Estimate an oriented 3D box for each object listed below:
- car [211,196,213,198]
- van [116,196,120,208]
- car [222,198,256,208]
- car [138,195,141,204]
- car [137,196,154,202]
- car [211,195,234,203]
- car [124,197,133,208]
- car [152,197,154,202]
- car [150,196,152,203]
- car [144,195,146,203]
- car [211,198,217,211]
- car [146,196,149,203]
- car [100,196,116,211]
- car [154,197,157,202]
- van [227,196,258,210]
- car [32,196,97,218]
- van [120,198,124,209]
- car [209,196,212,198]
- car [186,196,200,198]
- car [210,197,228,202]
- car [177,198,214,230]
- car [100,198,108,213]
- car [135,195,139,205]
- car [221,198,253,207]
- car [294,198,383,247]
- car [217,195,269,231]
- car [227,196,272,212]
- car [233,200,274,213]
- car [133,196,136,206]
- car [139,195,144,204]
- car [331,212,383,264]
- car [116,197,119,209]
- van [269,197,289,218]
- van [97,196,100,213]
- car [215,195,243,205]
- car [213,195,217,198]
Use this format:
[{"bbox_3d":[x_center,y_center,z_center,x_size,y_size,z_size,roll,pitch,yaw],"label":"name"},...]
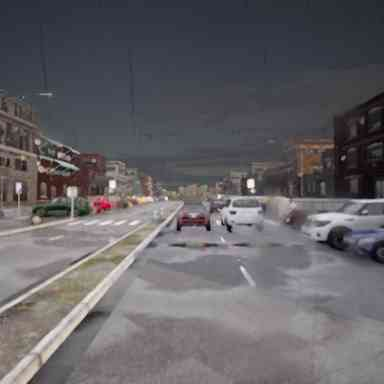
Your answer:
[{"bbox_3d":[7.643,1.921,77.604,5.008,1.535,2.097,0,-1,0],"label":"car"},{"bbox_3d":[-12.993,1.594,47.391,4.442,1.987,1.878,0,0,0],"label":"van"},{"bbox_3d":[7.831,1.853,55.549,5.366,1.575,1.946,0,0,0],"label":"car"},{"bbox_3d":[-12.866,1.901,63.941,4.792,1.488,2.163,0,0,0],"label":"car"},{"bbox_3d":[-12.749,1.975,91.715,4.553,1.767,2.185,0,-1,0],"label":"car"},{"bbox_3d":[7.620,1.722,83.117,5.566,2.045,2.435,0,-1,0],"label":"car"},{"bbox_3d":[-12.829,1.592,52.943,5.566,2.045,2.435,0,0,0],"label":"car"},{"bbox_3d":[-12.983,1.963,83.383,5.366,1.575,1.946,0,-1,0],"label":"car"},{"bbox_3d":[-12.801,1.975,80.609,4.674,1.452,2.002,0,0,0],"label":"car"},{"bbox_3d":[-12.830,1.881,69.624,5.008,1.535,2.097,0,0,0],"label":"car"},{"bbox_3d":[3.104,1.806,40.893,1.837,1.490,4.892,0,-1,0],"label":"car"},{"bbox_3d":[-12.999,1.894,75.181,5.366,1.575,1.946,0,0,0],"label":"car"},{"bbox_3d":[-12.925,1.536,41.708,5.566,2.045,2.435,0,0,0],"label":"car"},{"bbox_3d":[-12.763,1.752,86.165,5.566,2.045,2.435,0,-1,0],"label":"car"},{"bbox_3d":[7.529,1.608,50.035,4.442,1.987,1.878,0,0,0],"label":"van"},{"bbox_3d":[-12.965,1.475,33.372,5.566,2.045,2.435,0,0,0],"label":"car"},{"bbox_3d":[-12.983,1.606,50.044,4.442,1.987,1.878,0,0,0],"label":"van"},{"bbox_3d":[7.620,1.695,80.364,5.566,2.045,2.435,0,-1,0],"label":"car"},{"bbox_3d":[0.103,1.523,40.606,2.150,2.045,5.566,0,0,0],"label":"car"},{"bbox_3d":[7.645,2.155,94.134,5.008,1.535,2.097,0,-1,0],"label":"car"},{"bbox_3d":[0.098,1.490,22.031,2.097,1.767,4.553,0,-1,0],"label":"car"},{"bbox_3d":[-12.881,1.800,39.053,4.792,1.488,2.163,0,0,0],"label":"car"},{"bbox_3d":[-12.837,1.867,61.161,5.008,1.535,2.097,0,0,0],"label":"car"},{"bbox_3d":[7.832,1.861,58.309,5.366,1.575,1.946,0,0,0],"label":"car"},{"bbox_3d":[7.613,1.293,14.187,5.566,2.045,2.435,0,-1,0],"label":"car"},{"bbox_3d":[3.114,1.355,21.483,2.150,2.045,5.566,0,-1,0],"label":"car"},{"bbox_3d":[7.617,1.554,44.518,5.566,2.045,2.435,0,0,0],"label":"car"},{"bbox_3d":[7.615,1.818,41.759,4.792,1.488,2.163,0,0,0],"label":"car"},{"bbox_3d":[-12.668,1.851,55.726,5.366,1.575,1.946,0,0,0],"label":"car"},{"bbox_3d":[-12.837,1.877,66.720,4.892,1.521,2.231,0,0,0],"label":"car"},{"bbox_3d":[7.644,1.565,11.426,4.674,1.452,2.002,0,0,0],"label":"car"},{"bbox_3d":[-12.878,1.806,44.607,4.892,1.521,2.231,0,0,0],"label":"car"},{"bbox_3d":[7.761,1.524,36.242,4.442,1.987,1.878,0,0,0],"label":"van"},{"bbox_3d":[-12.806,1.523,36.148,4.442,1.987,1.878,0,0,0],"label":"van"},{"bbox_3d":[7.676,1.638,69.340,5.566,2.045,2.435,0,0,0],"label":"car"},{"bbox_3d":[7.619,1.632,66.583,5.566,2.045,2.435,0,0,0],"label":"car"}]
